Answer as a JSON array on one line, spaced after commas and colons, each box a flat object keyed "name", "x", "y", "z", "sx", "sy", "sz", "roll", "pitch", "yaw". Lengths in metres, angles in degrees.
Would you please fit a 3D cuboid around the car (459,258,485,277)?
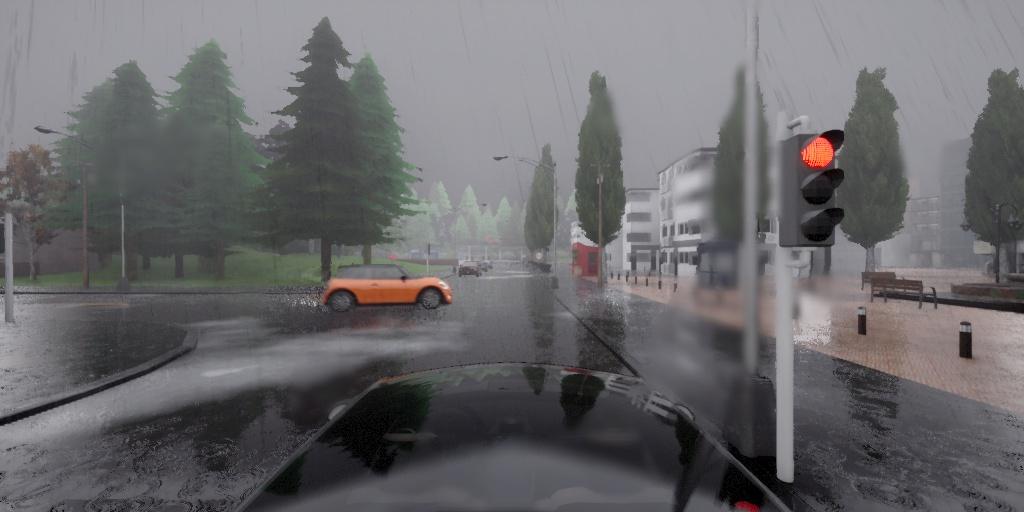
[{"name": "car", "x": -4.095, "y": 1.228, "z": 35.729, "sx": 1.882, "sy": 1.535, "sz": 5.008, "roll": 0, "pitch": 0, "yaw": 0}]

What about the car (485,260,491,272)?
[{"name": "car", "x": -4.081, "y": 1.314, "z": 45.649, "sx": 1.994, "sy": 1.385, "sz": 4.181, "roll": 0, "pitch": 0, "yaw": 0}]

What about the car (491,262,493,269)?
[{"name": "car", "x": -4.039, "y": 1.276, "z": 55.776, "sx": 1.812, "sy": 1.442, "sz": 4.674, "roll": 0, "pitch": 0, "yaw": 0}]

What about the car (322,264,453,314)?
[{"name": "car", "x": -4.597, "y": 1.101, "z": 13.740, "sx": 4.553, "sy": 1.767, "sz": 2.097, "roll": 0, "pitch": 0, "yaw": -15}]
